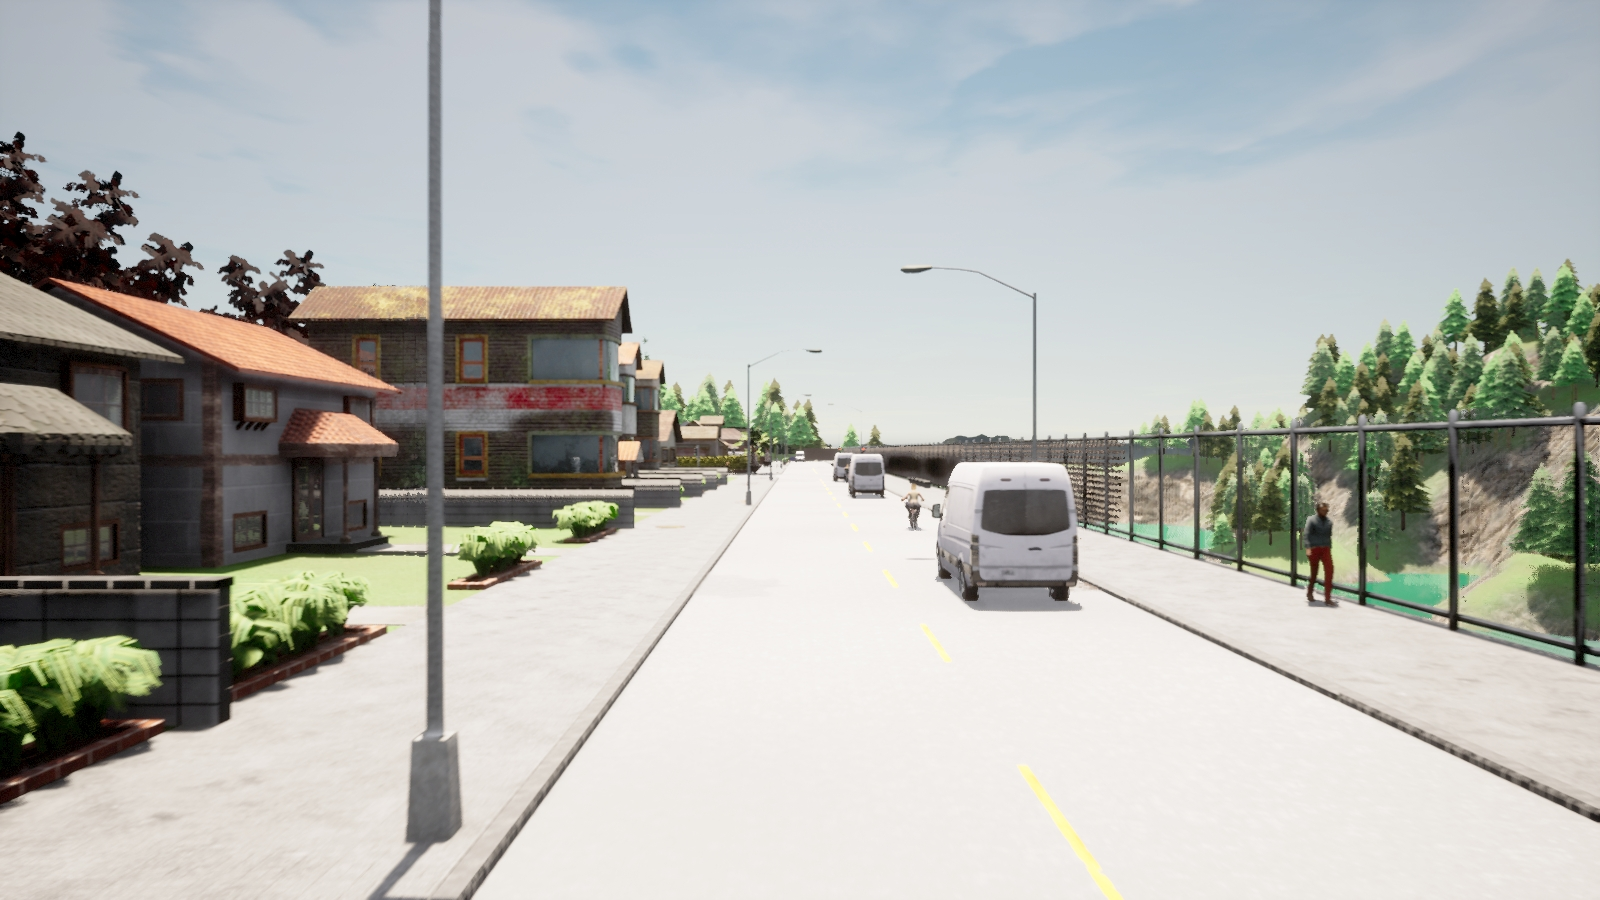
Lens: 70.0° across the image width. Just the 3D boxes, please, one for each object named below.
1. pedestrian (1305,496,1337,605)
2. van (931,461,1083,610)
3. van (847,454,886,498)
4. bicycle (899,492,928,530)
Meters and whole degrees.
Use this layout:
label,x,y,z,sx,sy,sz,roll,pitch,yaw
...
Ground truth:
label,x,y,z,sx,sy,sz,roll,pitch,yaw
pedestrian,9.067,1.743,19.888,0.375,1.860,0.375,0,0,0
van,3.997,1.535,23.146,1.988,2.561,5.915,0,0,0
van,3.998,1.534,69.504,1.988,2.561,5.915,0,0,0
bicycle,4.017,2.158,40.517,0.859,1.276,1.487,0,0,0
